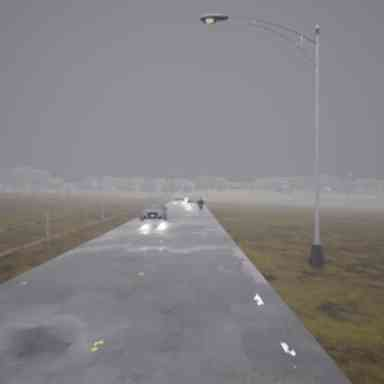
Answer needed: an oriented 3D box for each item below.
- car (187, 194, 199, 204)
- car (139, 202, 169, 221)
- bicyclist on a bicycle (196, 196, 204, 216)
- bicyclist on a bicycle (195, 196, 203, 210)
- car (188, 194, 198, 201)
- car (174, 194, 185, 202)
[{"bbox_3d":[0.204,1.333,58.491,1.994,1.385,4.181,0,0,1],"label":"car"},{"bbox_3d":[-2.819,1.478,25.734,1.994,1.385,4.181,0,0,0],"label":"car"},{"bbox_3d":[0.793,1.268,29.191,0.659,1.776,1.843,0,1,0],"label":"bicyclist on a bicycle"},{"bbox_3d":[0.854,1.286,39.330,0.866,1.612,1.509,0,0,0],"label":"bicyclist on a bicycle"},{"bbox_3d":[0.261,1.249,75.322,2.033,1.411,5.357,0,0,0],"label":"car"},{"bbox_3d":[-2.539,1.209,67.927,1.882,1.535,5.008,0,1,0],"label":"car"}]
